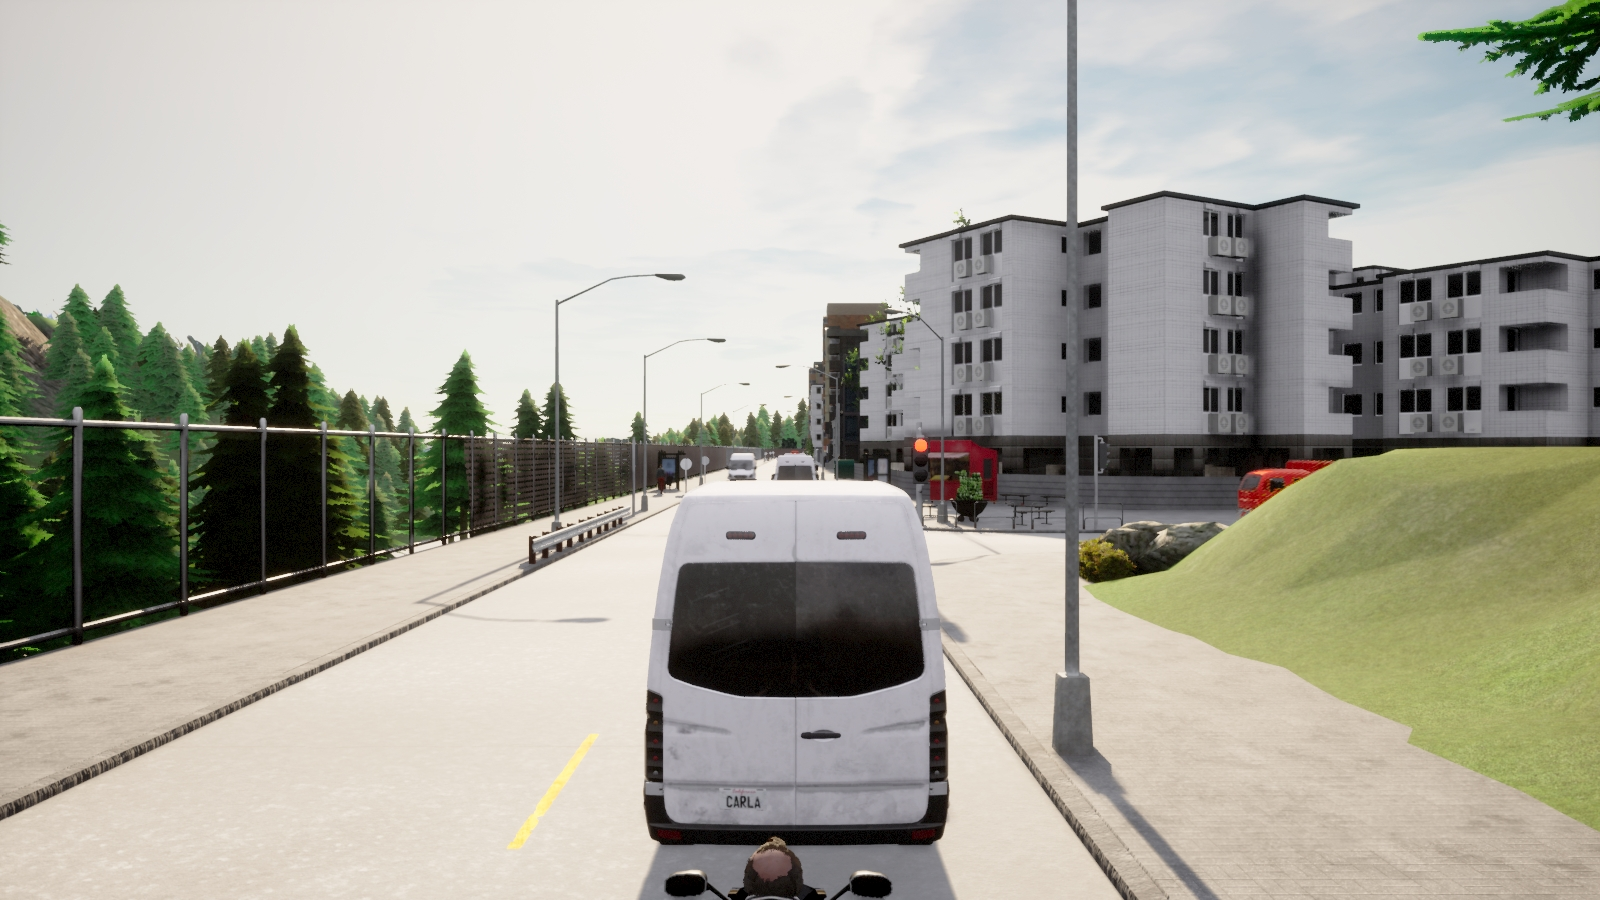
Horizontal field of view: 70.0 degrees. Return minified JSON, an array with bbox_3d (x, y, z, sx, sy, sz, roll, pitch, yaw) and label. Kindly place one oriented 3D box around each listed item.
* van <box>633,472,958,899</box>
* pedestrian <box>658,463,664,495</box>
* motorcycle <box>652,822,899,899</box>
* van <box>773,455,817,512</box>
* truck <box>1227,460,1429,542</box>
[{"bbox_3d":[-0.034,1.534,9.946,1.988,2.561,5.915,0,0,0],"label":"van"},{"bbox_3d":[-8.345,1.744,68.711,0.375,1.860,0.375,0,0,-5],"label":"pedestrian"},{"bbox_3d":[-0.090,2.205,3.746,0.867,1.251,2.209,0,0,1],"label":"motorcycle"},{"bbox_3d":[-0.237,1.534,54.675,1.988,2.561,5.915,0,0,0],"label":"van"},{"bbox_3d":[16.773,1.574,36.546,5.204,2.467,2.627,0,0,0],"label":"truck"}]
